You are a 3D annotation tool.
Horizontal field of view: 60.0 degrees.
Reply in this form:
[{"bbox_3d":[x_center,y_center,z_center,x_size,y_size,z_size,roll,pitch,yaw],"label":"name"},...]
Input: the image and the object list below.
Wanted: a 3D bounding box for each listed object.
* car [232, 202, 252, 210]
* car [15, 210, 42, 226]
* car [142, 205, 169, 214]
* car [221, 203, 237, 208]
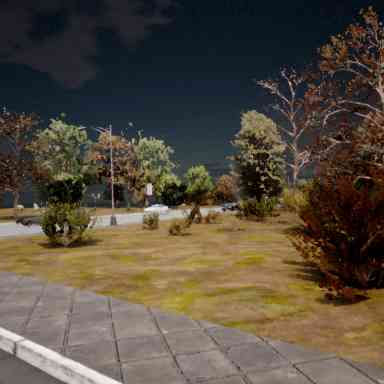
[{"bbox_3d":[9.414,2.577,62.496,1.895,1.301,4.718,-3,-2,33],"label":"car"},{"bbox_3d":[-14.048,2.442,32.122,2.033,1.411,5.357,-3,-2,33],"label":"car"},{"bbox_3d":[-4.991,2.494,46.500,1.812,1.442,4.674,-3,-2,32],"label":"car"},{"bbox_3d":[6.300,2.313,51.018,1.895,1.301,4.718,-3,-2,32],"label":"car"}]
